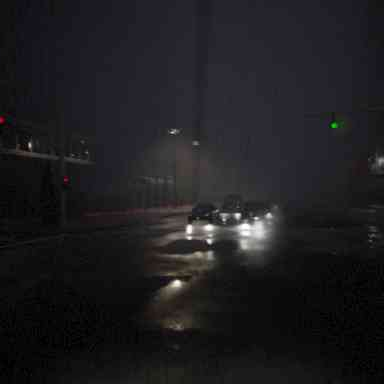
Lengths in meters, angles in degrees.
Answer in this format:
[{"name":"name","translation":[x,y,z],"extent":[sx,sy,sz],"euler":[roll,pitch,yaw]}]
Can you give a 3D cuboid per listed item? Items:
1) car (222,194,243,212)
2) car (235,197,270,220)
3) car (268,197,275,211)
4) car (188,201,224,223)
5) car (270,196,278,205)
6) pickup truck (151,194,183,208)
[{"name":"car","translation":[5.073,1.313,40.555],"extent":[2.150,2.045,5.566],"euler":[-1,0,16]},{"name":"car","translation":[5.356,1.518,28.936],"extent":[2.128,1.511,4.902],"euler":[-1,0,15]},{"name":"car","translation":[8.617,1.610,40.186],"extent":[1.895,1.301,4.718],"euler":[-1,0,16]},{"name":"car","translation":[1.031,1.640,26.579],"extent":[1.812,1.442,4.674],"euler":[-1,0,15]},{"name":"car","translation":[13.826,1.506,58.016],"extent":[1.812,1.442,4.674],"euler":[-1,-1,16]},{"name":"pickup truck","translation":[-4.335,1.444,54.995],"extent":[6.274,2.098,2.390],"euler":[-1,0,-43]}]
